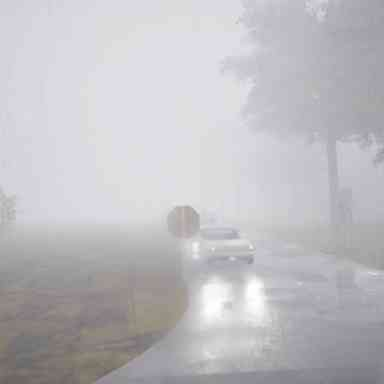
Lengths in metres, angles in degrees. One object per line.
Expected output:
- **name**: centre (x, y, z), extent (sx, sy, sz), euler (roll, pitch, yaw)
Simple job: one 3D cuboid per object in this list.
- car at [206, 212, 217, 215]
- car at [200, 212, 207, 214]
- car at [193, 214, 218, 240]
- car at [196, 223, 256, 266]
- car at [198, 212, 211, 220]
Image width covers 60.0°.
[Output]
- **car**: centre (2.651, 3.674, 48.789), extent (1.837, 1.490, 4.892), euler (-2, -3, -3)
- **car**: centre (0.285, 3.247, 37.356), extent (1.812, 1.442, 4.674), euler (-2, -3, -3)
- **car**: centre (0.897, 2.675, 24.934), extent (1.812, 1.442, 4.674), euler (-1, -3, -3)
- **car**: centre (1.410, 2.279, 14.612), extent (1.895, 1.301, 4.718), euler (-2, -3, -3)
- **car**: centre (2.139, 4.246, 58.871), extent (1.895, 1.301, 4.718), euler (-2, -3, -2)
